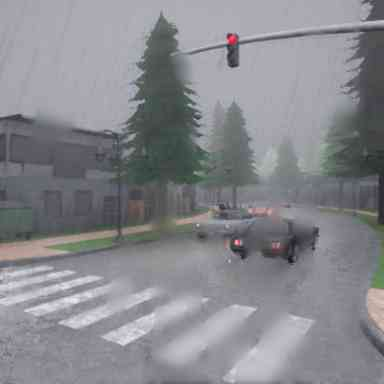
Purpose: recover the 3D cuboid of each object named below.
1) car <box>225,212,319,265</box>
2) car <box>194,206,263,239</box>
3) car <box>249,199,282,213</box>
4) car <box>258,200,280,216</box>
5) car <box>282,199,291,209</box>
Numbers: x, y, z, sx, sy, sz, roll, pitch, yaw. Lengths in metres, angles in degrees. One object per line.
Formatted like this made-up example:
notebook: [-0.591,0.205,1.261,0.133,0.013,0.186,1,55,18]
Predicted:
car: [3.166,1.611,11.918,1.895,1.301,4.718,0,0,32]
car: [1.915,1.629,16.997,1.895,1.301,4.718,0,0,28]
car: [5.409,1.396,25.211,2.097,1.767,4.553,0,0,19]
car: [7.994,1.630,34.777,1.994,1.385,4.181,0,0,10]
car: [12.594,1.656,47.436,1.994,1.385,4.181,0,0,0]
